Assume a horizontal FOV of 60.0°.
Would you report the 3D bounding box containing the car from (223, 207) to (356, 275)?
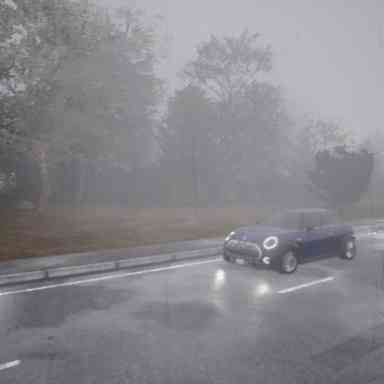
[{"bbox_3d":[3.157,1.321,10.536,4.553,1.767,2.097,-1,0,-35],"label":"car"}]
